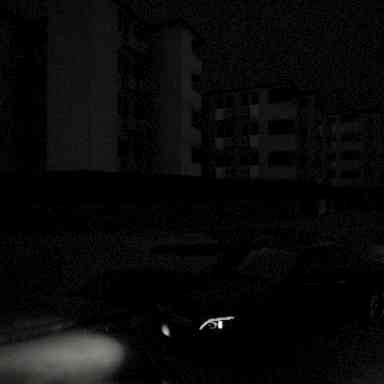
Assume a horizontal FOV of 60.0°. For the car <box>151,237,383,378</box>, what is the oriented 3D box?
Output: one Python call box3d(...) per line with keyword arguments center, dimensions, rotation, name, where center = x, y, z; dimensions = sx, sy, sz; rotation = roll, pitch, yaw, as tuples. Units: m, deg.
box3d(center=(1.587, 1.547, 5.661), dimensions=(4.674, 1.442, 1.812), rotation=(0, 0, -34), name="car")
